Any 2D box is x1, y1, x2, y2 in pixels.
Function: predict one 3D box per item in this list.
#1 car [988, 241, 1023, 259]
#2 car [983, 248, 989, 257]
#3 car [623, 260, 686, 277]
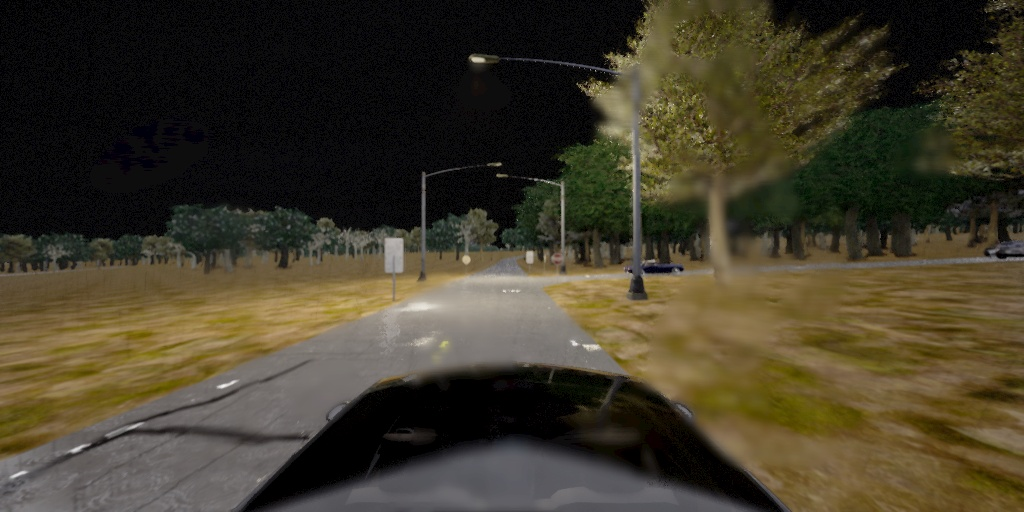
[{"bbox_3d":[44.036,-0.487,30.411,4.181,1.385,1.994,-3,0,-1],"label":"car"},{"bbox_3d":[47.200,-0.669,33.531,4.902,1.511,2.128,-3,0,-2],"label":"car"},{"bbox_3d":[12.076,1.007,30.620,4.718,1.301,1.895,-3,0,1],"label":"car"}]
